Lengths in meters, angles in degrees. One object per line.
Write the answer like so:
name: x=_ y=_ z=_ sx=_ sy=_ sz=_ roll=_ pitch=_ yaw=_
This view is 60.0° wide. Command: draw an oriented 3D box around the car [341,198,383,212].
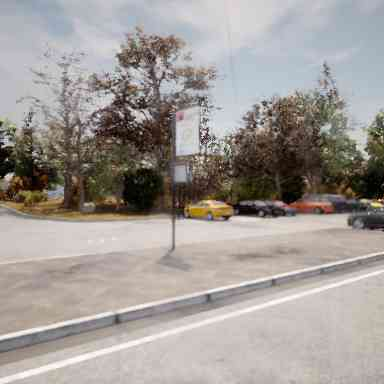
car: x=21.784 y=1.627 z=41.842 sx=1.946 sy=1.575 sz=5.366 roll=1 pitch=0 yaw=-36

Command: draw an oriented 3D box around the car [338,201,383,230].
car: x=11.128 y=1.467 z=18.379 sx=2.231 sy=1.521 sz=4.892 roll=0 pitch=0 yaw=-35

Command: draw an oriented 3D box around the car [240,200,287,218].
car: x=5.812 y=1.476 z=30.667 sx=2.097 sy=1.535 sz=5.008 roll=0 pitch=0 yaw=-35

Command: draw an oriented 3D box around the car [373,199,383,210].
car: x=28.454 y=1.738 z=46.880 sx=2.163 sy=1.488 sz=4.792 roll=1 pitch=0 yaw=-36

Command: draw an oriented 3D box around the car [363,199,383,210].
car: x=26.223 y=1.712 z=45.212 sx=2.163 sy=1.488 sz=4.792 roll=1 pitch=0 yaw=-36

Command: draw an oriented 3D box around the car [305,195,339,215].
car: x=12.635 y=1.404 z=35.491 sx=2.185 sy=1.767 sz=4.553 roll=1 pitch=0 yaw=-36

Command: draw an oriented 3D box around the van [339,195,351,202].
van: x=14.813 y=1.327 z=37.227 sx=1.878 sy=1.987 sz=4.442 roll=1 pitch=0 yaw=-36

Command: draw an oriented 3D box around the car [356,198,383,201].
car: x=13.389 y=1.225 z=20.034 sx=2.435 sy=2.045 sz=5.566 roll=0 pitch=0 yaw=-35

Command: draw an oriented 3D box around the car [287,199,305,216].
car: x=8.083 y=1.531 z=32.282 sx=2.002 sy=1.452 sz=4.674 roll=0 pitch=0 yaw=-35

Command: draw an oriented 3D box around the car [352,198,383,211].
car: x=23.945 y=1.656 z=43.610 sx=2.097 sy=1.535 sz=5.008 roll=1 pitch=0 yaw=-36

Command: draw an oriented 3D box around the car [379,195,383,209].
car: x=30.752 y=1.484 z=48.456 sx=2.435 sy=2.045 sz=5.566 roll=1 pitch=0 yaw=-36

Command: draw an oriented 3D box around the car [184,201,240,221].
car: x=1.284 y=1.458 z=27.426 sx=2.097 sy=1.535 sz=5.008 roll=0 pitch=0 yaw=-35
